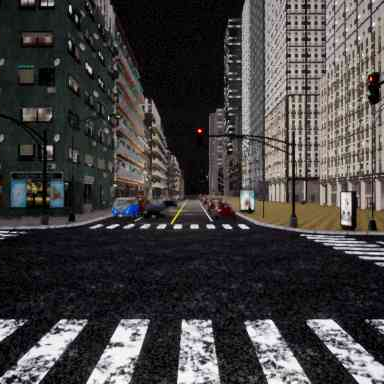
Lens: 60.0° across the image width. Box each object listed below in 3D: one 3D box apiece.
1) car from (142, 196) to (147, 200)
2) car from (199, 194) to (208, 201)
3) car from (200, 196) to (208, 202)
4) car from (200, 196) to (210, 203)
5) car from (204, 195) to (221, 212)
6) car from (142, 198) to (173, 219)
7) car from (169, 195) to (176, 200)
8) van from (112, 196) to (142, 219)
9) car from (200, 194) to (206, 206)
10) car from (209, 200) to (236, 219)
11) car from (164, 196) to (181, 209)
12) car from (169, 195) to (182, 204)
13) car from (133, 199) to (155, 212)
[{"bbox_3d":[-5.634,1.333,33.996,2.192,1.841,5.009,0,0,0],"label":"car"},{"bbox_3d":[2.817,1.386,83.732,2.192,1.841,5.009,0,0,0],"label":"car"},{"bbox_3d":[2.808,1.646,78.204,1.802,1.307,4.206,0,0,0],"label":"car"},{"bbox_3d":[2.800,1.601,72.677,1.887,1.381,4.507,0,0,0],"label":"car"},{"bbox_3d":[2.754,1.462,39.511,1.967,1.590,4.097,0,0,0],"label":"car"},{"bbox_3d":[-3.060,1.562,29.253,2.033,1.411,5.357,0,0,0],"label":"car"},{"bbox_3d":[-5.549,1.654,94.800,1.947,1.339,4.313,0,0,0],"label":"car"},{"bbox_3d":[-5.642,1.355,28.468,1.690,1.788,3.998,0,0,0],"label":"van"},{"bbox_3d":[2.777,1.476,56.094,1.967,1.590,4.097,0,0,0],"label":"car"},{"bbox_3d":[2.737,1.596,28.455,1.802,1.307,4.206,0,0,0],"label":"car"},{"bbox_3d":[-3.028,1.591,46.831,1.994,1.385,4.181,0,0,0],"label":"car"},{"bbox_3d":[-2.909,1.486,64.005,2.128,1.511,4.902,0,0,0],"label":"car"},{"bbox_3d":[-5.628,1.566,39.524,1.887,1.381,4.507,0,0,0],"label":"car"}]
